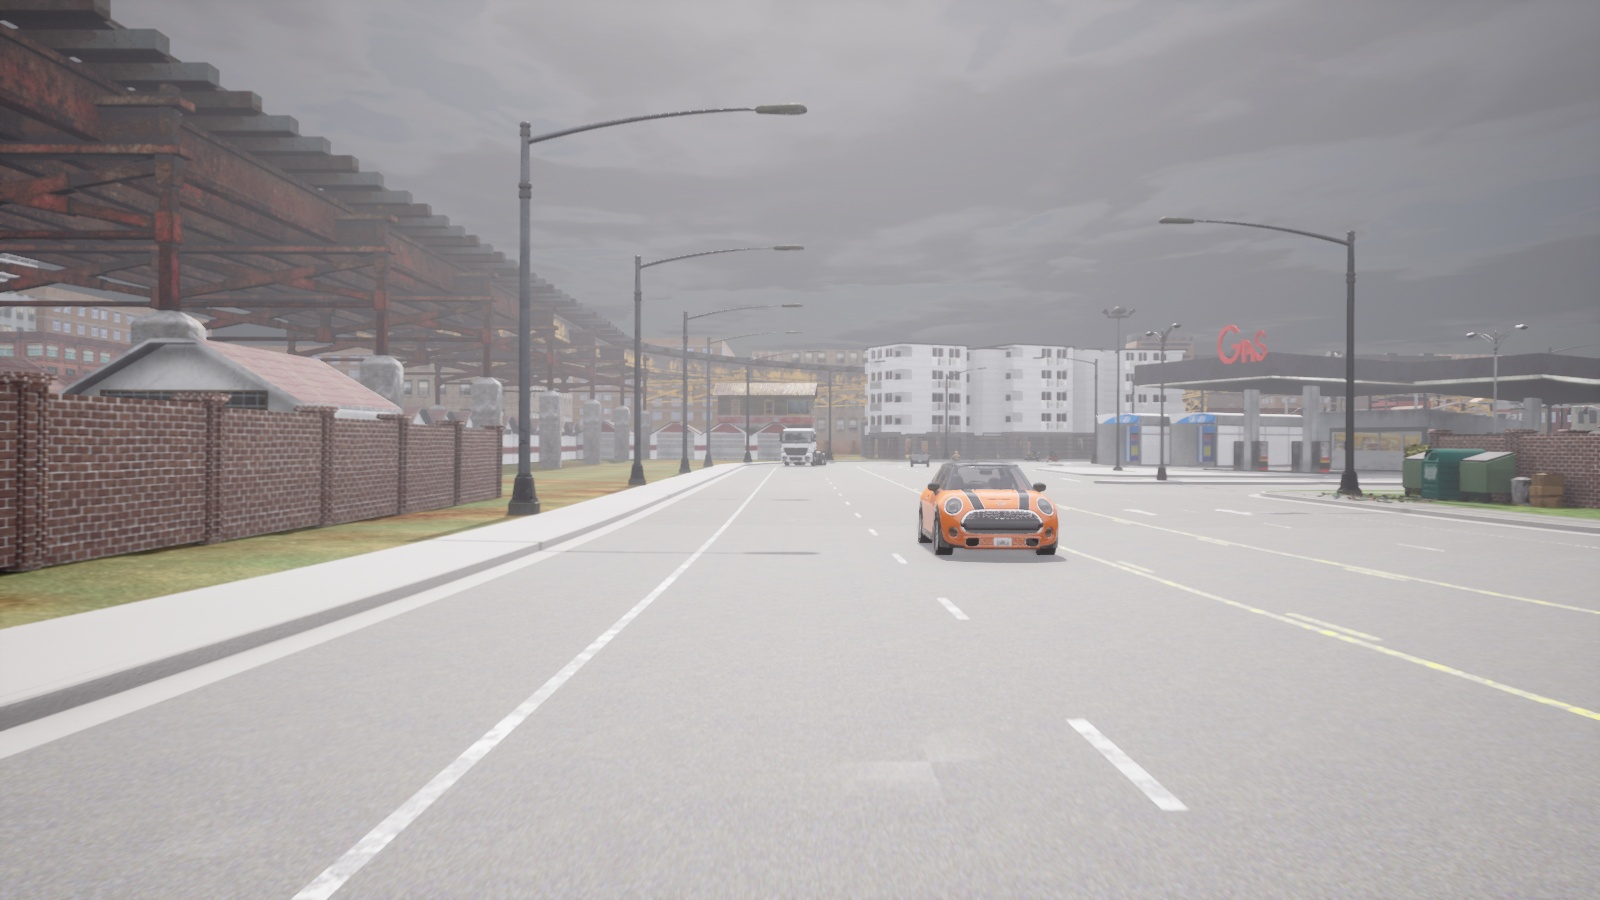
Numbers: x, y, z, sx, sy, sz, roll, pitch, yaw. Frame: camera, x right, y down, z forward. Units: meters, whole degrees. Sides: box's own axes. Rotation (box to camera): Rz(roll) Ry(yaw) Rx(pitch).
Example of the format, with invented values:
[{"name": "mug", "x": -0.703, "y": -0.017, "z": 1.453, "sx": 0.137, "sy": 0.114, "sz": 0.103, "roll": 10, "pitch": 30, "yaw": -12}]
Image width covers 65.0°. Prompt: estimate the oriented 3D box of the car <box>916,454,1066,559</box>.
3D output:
[{"name": "car", "x": 3.447, "y": 0.964, "z": 23.522, "sx": 2.097, "sy": 1.767, "sz": 4.553, "roll": 0, "pitch": 0, "yaw": 0}]
